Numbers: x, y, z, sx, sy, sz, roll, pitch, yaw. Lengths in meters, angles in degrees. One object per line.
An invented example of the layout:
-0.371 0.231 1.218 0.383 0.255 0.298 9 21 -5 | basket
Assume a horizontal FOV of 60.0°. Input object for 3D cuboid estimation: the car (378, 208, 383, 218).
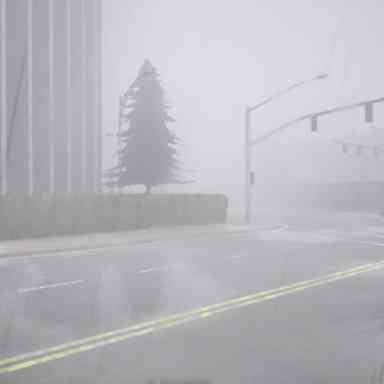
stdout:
15.837 1.399 23.777 2.033 1.411 5.357 0 0 -6 | car
